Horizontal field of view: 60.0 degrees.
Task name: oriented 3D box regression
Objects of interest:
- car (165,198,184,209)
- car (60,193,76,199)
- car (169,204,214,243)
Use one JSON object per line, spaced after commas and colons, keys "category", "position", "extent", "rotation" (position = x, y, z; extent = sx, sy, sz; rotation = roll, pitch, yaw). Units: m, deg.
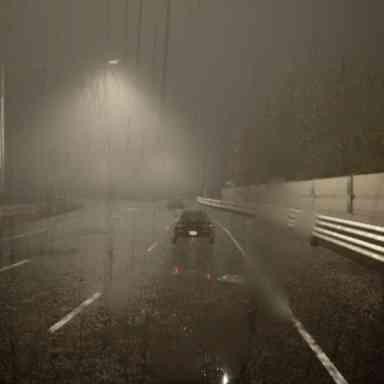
{"category": "car", "position": [-2.172, 1.502, 41.326], "extent": [2.033, 1.411, 5.357], "rotation": [1, 0, -12]}
{"category": "car", "position": [-32.259, 1.137, 87.704], "extent": [1.882, 1.535, 5.008], "rotation": [0, 0, -41]}
{"category": "car", "position": [0.070, 1.517, 15.982], "extent": [1.812, 1.442, 4.674], "rotation": [1, 0, 1]}
